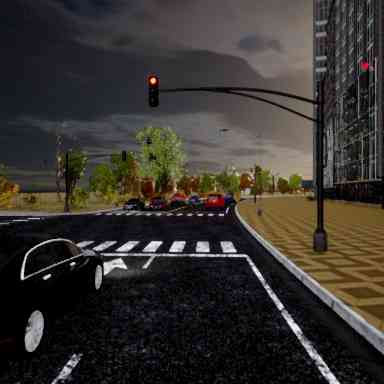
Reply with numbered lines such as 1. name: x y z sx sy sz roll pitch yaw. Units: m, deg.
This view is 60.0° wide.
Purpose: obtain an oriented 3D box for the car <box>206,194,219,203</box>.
1. car: 4.324 1.359 70.802 2.097 1.767 4.553 0 0 12

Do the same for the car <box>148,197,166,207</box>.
1. car: -5.528 1.524 52.915 1.812 1.442 4.674 0 0 8

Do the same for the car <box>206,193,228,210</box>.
1. car: 3.100 1.223 43.030 2.150 2.045 5.566 0 0 8

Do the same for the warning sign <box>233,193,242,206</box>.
1. warning sign: 6.554 1.120 48.257 1.300 1.860 1.060 0 0 8

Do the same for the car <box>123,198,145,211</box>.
1. car: -7.104 1.523 41.486 1.812 1.442 4.674 0 0 7

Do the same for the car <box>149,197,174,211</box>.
1. car: -3.926 1.562 40.701 1.994 1.385 4.181 0 0 7

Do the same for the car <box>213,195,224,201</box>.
1. car: 6.469 1.388 80.534 1.812 1.442 4.674 0 0 14

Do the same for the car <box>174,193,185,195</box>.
1. car: -2.746 1.226 68.611 2.150 2.045 5.566 0 0 11

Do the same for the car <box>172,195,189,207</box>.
1. car: -2.282 1.601 52.745 1.895 1.301 4.718 0 0 9

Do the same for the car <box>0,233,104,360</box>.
1. car: -3.011 1.504 5.935 1.837 1.490 4.892 0 0 1

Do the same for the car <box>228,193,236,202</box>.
1. car: 9.124 1.241 77.591 2.150 2.045 5.566 0 0 13

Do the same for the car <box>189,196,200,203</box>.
1. car: 0.540 1.532 68.495 1.812 1.442 4.674 0 0 11
